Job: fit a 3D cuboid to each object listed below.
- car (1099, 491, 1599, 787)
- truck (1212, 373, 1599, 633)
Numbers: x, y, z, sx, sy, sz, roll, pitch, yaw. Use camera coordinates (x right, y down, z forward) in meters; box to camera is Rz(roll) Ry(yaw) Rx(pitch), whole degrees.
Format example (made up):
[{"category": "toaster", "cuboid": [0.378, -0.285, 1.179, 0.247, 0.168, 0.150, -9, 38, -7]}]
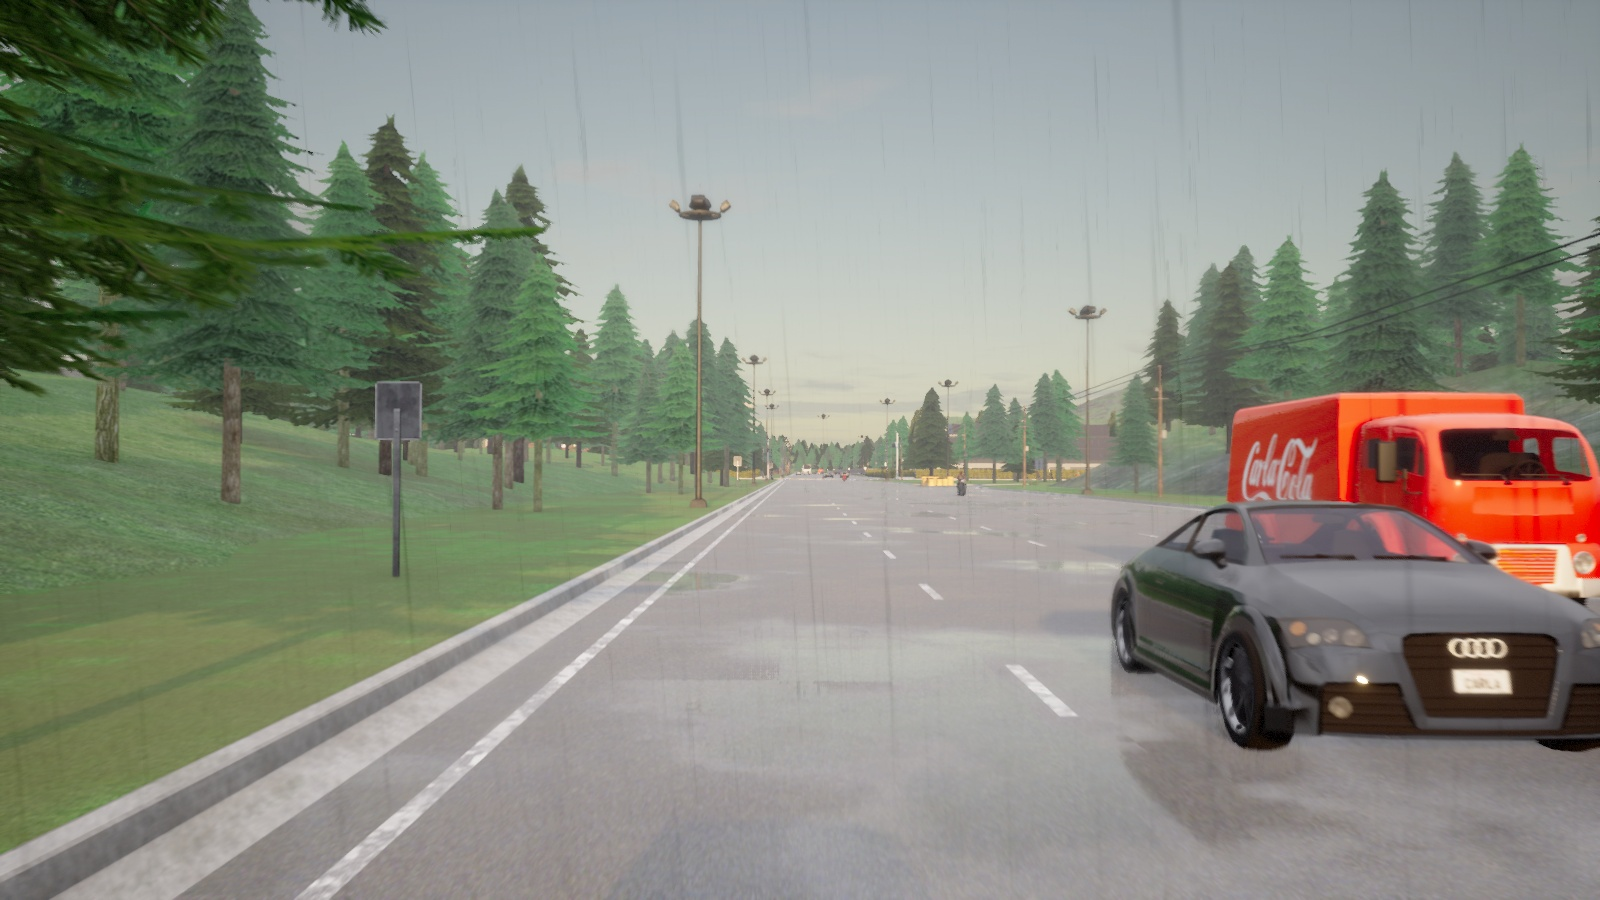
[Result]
[{"category": "car", "cuboid": [3.480, 1.004, 8.308, 1.994, 1.385, 4.181, 0, -1, 0]}, {"category": "truck", "cuboid": [6.963, 0.542, 14.561, 2.627, 2.467, 5.204, 0, -1, 0]}]
